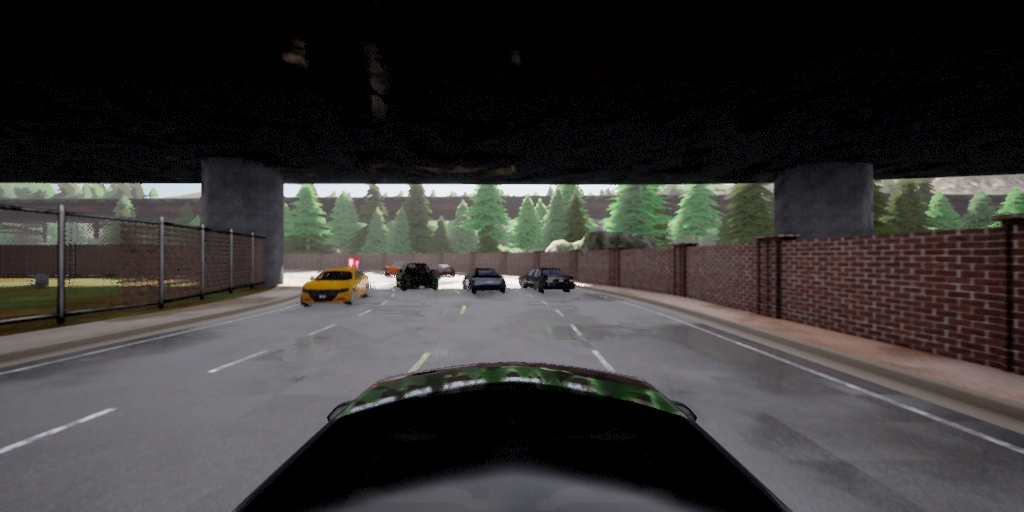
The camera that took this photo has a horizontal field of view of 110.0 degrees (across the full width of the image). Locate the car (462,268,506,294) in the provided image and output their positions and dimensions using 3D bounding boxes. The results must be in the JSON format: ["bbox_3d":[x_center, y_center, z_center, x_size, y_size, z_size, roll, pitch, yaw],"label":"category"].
[{"bbox_3d":[-1.743,1.401,21.395,1.994,1.385,4.181,0,0,-16],"label":"car"}]

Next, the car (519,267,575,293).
[{"bbox_3d":[1.957,1.385,21.529,2.033,1.411,5.357,0,0,-15],"label":"car"}]

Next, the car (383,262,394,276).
[{"bbox_3d":[-11.593,1.259,37.335,4.553,1.767,2.097,0,0,45],"label":"car"}]

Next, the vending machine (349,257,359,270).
[{"bbox_3d":[-23.205,1.170,52.647,0.880,2.100,1.100,0,0,17],"label":"vending machine"}]

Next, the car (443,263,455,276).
[{"bbox_3d":[-7.929,1.476,38.562,1.994,1.385,4.181,0,0,-43],"label":"car"}]

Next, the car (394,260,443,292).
[{"bbox_3d":[-5.972,1.194,22.493,2.097,1.767,4.553,0,0,-22],"label":"car"}]

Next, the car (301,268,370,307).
[{"bbox_3d":[-7.739,1.291,16.153,1.882,1.535,5.008,0,0,-12],"label":"car"}]
